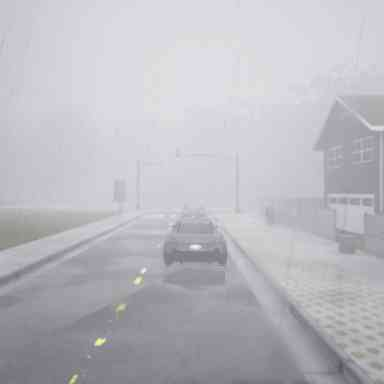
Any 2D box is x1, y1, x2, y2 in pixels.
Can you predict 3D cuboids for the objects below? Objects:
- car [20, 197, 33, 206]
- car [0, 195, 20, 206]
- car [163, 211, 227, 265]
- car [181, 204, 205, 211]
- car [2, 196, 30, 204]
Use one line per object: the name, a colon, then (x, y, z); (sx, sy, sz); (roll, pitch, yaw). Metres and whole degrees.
car: (-29.246, 1.574, 56.751); (4.674, 1.442, 1.812); (0, 0, 24)
car: (-30.602, 1.600, 53.777); (4.181, 1.385, 1.994); (0, 0, 24)
car: (0.100, 1.567, 11.669); (1.994, 1.385, 4.181); (0, 0, 0)
car: (0.127, 1.611, 27.104); (1.895, 1.301, 4.718); (0, 0, 1)
car: (-35.118, 1.609, 66.393); (5.357, 1.411, 2.033); (0, 0, 23)
